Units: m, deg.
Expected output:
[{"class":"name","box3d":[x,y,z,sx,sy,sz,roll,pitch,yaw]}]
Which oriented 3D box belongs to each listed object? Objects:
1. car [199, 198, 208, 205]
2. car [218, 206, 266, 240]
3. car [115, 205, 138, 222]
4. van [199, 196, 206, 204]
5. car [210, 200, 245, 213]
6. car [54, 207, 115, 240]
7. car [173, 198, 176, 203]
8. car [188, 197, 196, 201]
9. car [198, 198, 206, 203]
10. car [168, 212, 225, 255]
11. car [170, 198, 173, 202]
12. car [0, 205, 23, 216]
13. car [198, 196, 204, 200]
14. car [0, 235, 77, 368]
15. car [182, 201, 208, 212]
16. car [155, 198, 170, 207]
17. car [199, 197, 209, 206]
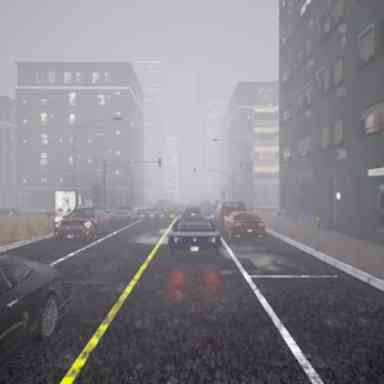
[{"class":"car","box3d":[2.673,2.158,77.637,1.887,1.381,4.507,0,0,0]},{"class":"car","box3d":[2.681,1.678,17.618,1.887,1.381,4.507,0,0,0]},{"class":"car","box3d":[-5.701,1.800,28.673,1.802,1.307,4.206,0,0,0]},{"class":"van","box3d":[2.671,2.001,83.162,1.690,1.788,3.998,0,0,0]},{"class":"car","box3d":[2.679,1.491,23.148,2.192,1.841,5.009,0,0,0]},{"class":"car","box3d":[-5.700,1.573,17.619,1.967,1.590,4.097,0,0,0]},{"class":"car","box3d":[-5.709,2.252,88.695,1.887,1.381,4.507,0,0,0]},{"class":"car","box3d":[-0.013,2.200,88.440,2.033,1.411,5.357,0,0,0]},{"class":"car","box3d":[2.672,2.273,88.683,1.947,1.339,4.313,0,0,0]},{"class":"car","box3d":[0.098,1.704,13.740,1.895,1.301,4.718,0,-1,0]},{"class":"car","box3d":[-5.707,2.133,72.125,1.947,1.339,4.313,0,0,0]},{"class":"car","box3d":[-22.408,2.191,39.423,4.403,1.369,2.008,-1,1,0]},{"class":"car","box3d":[2.675,2.087,66.590,1.947,1.339,4.313,0,0,0]},{"class":"car","box3d":[-3.101,1.555,3.884,1.812,1.442,4.674,0,0,0]},{"class":"car","box3d":[0.095,1.784,28.831,1.994,1.385,4.181,0,0,0]},{"class":"car","box3d":[-5.705,2.042,61.078,1.947,1.339,4.313,0,0,0]},{"class":"car","box3d":[2.676,2.058,61.067,1.802,1.307,4.206,0,0,0]}]
